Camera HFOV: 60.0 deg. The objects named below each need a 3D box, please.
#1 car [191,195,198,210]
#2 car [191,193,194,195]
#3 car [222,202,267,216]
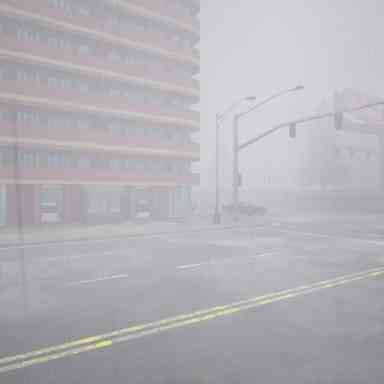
[{"bbox_3d":[-1.179,1.492,41.692,2.128,1.511,4.902,0,0,-34],"label":"car"},{"bbox_3d":[-1.499,1.221,61.320,2.150,2.045,5.566,0,0,-34],"label":"car"},{"bbox_3d":[5.052,1.601,32.436,1.895,1.301,4.718,0,0,-34],"label":"car"}]
